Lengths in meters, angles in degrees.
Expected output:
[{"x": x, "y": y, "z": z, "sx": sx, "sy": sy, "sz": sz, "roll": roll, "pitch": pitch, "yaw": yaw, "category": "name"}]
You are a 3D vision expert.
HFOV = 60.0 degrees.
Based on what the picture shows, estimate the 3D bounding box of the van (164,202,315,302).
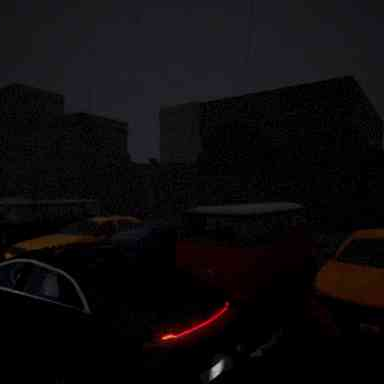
[{"x": 1.546, "y": 1.255, "z": 7.994, "sx": 1.878, "sy": 1.987, "sz": 4.442, "roll": 0, "pitch": 0, "yaw": 35, "category": "van"}]

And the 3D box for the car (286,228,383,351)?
[{"x": 3.727, "y": 1.480, "z": 6.302, "sx": 2.097, "sy": 1.535, "sz": 5.008, "roll": 0, "pitch": 0, "yaw": 35, "category": "car"}]

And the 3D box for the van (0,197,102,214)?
[{"x": -5.191, "y": 1.262, "z": 12.796, "sx": 1.878, "sy": 1.987, "sz": 4.442, "roll": 0, "pitch": 0, "yaw": 35, "category": "van"}]

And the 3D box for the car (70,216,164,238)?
[{"x": -0.768, "y": 1.523, "z": 9.496, "sx": 2.002, "sy": 1.452, "sz": 4.674, "roll": 0, "pitch": 0, "yaw": 35, "category": "car"}]

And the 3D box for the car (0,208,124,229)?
[{"x": -3.120, "y": 1.483, "z": 10.948, "sx": 1.946, "sy": 1.575, "sz": 5.366, "roll": 0, "pitch": 0, "yaw": 35, "category": "car"}]

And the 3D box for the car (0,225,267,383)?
[{"x": -1.730, "y": 1.493, "z": 4.610, "sx": 4.902, "sy": 1.511, "sz": 2.128, "roll": 0, "pitch": 0, "yaw": 35, "category": "car"}]
